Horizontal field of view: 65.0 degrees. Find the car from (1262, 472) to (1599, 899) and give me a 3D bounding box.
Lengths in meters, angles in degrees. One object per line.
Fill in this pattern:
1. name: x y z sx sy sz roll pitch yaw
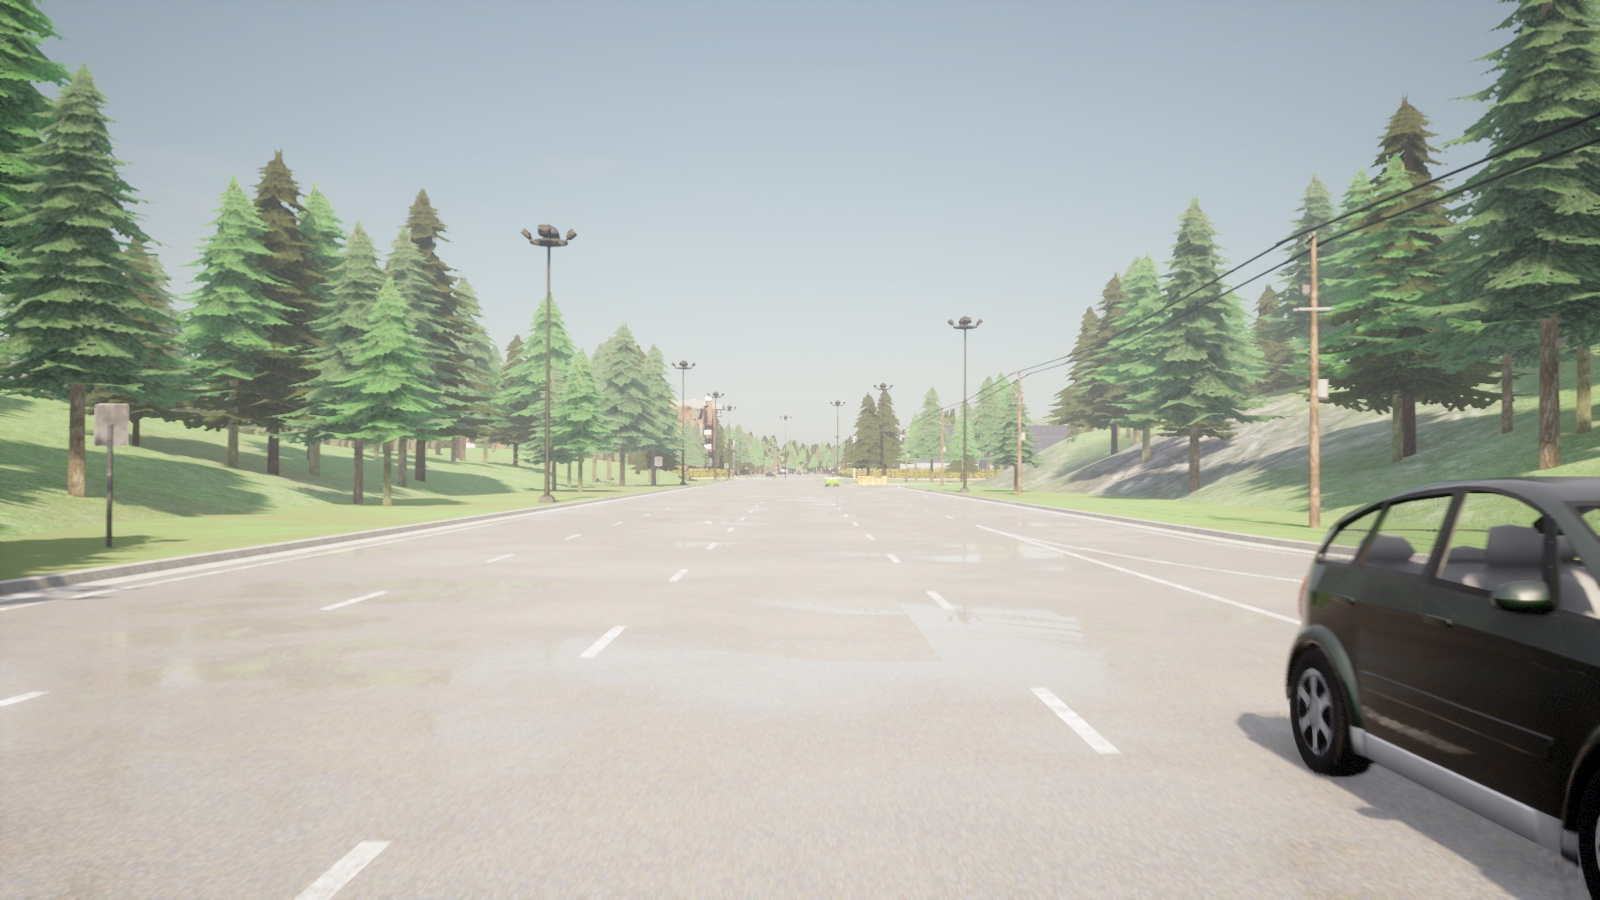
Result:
1. car: 3.487 0.866 5.172 1.789 1.549 3.705 0 -1 0
